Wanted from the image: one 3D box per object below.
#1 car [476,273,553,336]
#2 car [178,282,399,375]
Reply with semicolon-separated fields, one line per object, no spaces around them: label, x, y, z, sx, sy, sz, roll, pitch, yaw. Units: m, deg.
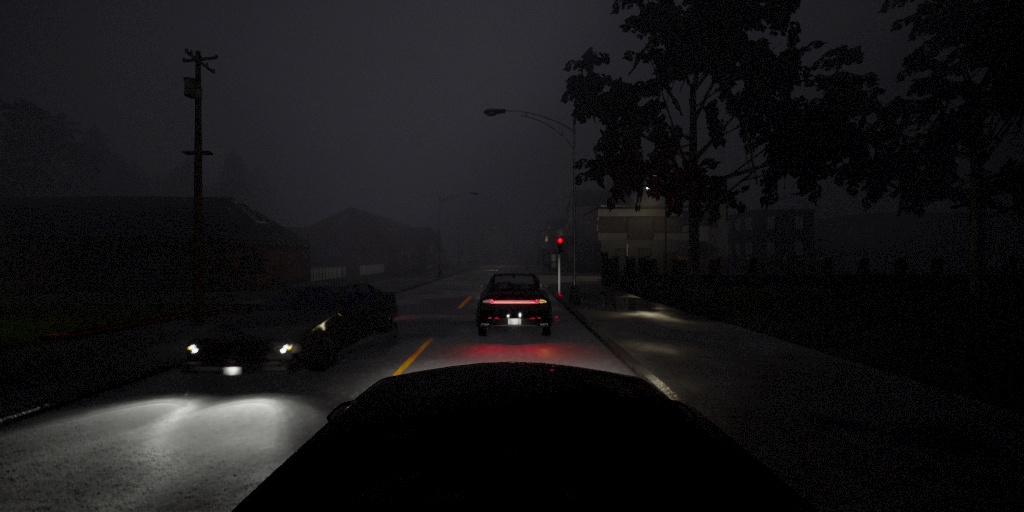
car;0.060;1.241;10.376;2.128;1.511;4.902;0;0;0
car;-4.103;1.298;7.921;2.033;1.411;5.357;0;0;0
